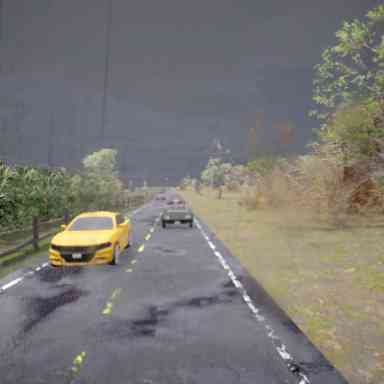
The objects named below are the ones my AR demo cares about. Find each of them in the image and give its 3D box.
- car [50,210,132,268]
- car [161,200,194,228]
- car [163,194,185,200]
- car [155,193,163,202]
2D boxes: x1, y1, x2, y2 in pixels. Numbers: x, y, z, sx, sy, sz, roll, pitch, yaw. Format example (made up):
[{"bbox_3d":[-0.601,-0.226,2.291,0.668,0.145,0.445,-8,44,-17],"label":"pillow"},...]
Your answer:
[{"bbox_3d":[-3.264,1.448,11.540,1.882,1.535,5.008,-1,1,-3],"label":"car"},{"bbox_3d":[-0.929,1.447,21.164,1.895,1.301,4.718,-1,0,-3],"label":"car"},{"bbox_3d":[-1.841,1.066,38.067,2.097,1.767,4.553,-1,0,-3],"label":"car"},{"bbox_3d":[-6.118,1.029,64.769,1.882,1.535,5.008,-1,1,-3],"label":"car"}]
